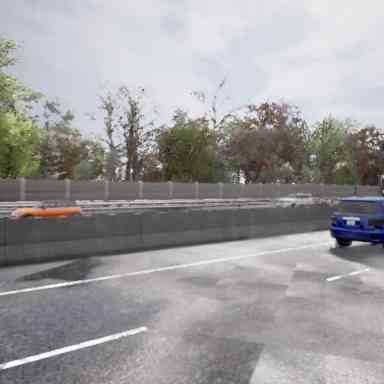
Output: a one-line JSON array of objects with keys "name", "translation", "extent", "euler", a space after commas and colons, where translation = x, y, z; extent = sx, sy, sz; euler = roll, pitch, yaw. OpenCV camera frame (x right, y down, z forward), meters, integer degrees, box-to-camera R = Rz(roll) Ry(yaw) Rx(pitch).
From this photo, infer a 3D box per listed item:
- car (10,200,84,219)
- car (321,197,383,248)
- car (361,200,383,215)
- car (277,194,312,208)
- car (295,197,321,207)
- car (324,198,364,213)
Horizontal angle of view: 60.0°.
[{"name": "car", "translation": [-9.867, 1.353, 22.759], "extent": [4.553, 1.767, 2.097], "euler": [0, 0, -37]}, {"name": "car", "translation": [8.020, 1.225, 13.762], "extent": [5.566, 2.045, 2.150], "euler": [0, 0, -35]}, {"name": "car", "translation": [20.161, 1.588, 35.549], "extent": [4.181, 1.385, 1.994], "euler": [0, 0, -35]}, {"name": "car", "translation": [13.671, 1.247, 43.812], "extent": [5.566, 2.045, 2.150], "euler": [0, 0, -35]}, {"name": "car", "translation": [15.236, 1.624, 40.637], "extent": [4.718, 1.301, 1.895], "euler": [0, 0, -35]}, {"name": "car", "translation": [17.353, 1.500, 37.845], "extent": [5.008, 1.535, 1.882], "euler": [0, 0, -35]}]
